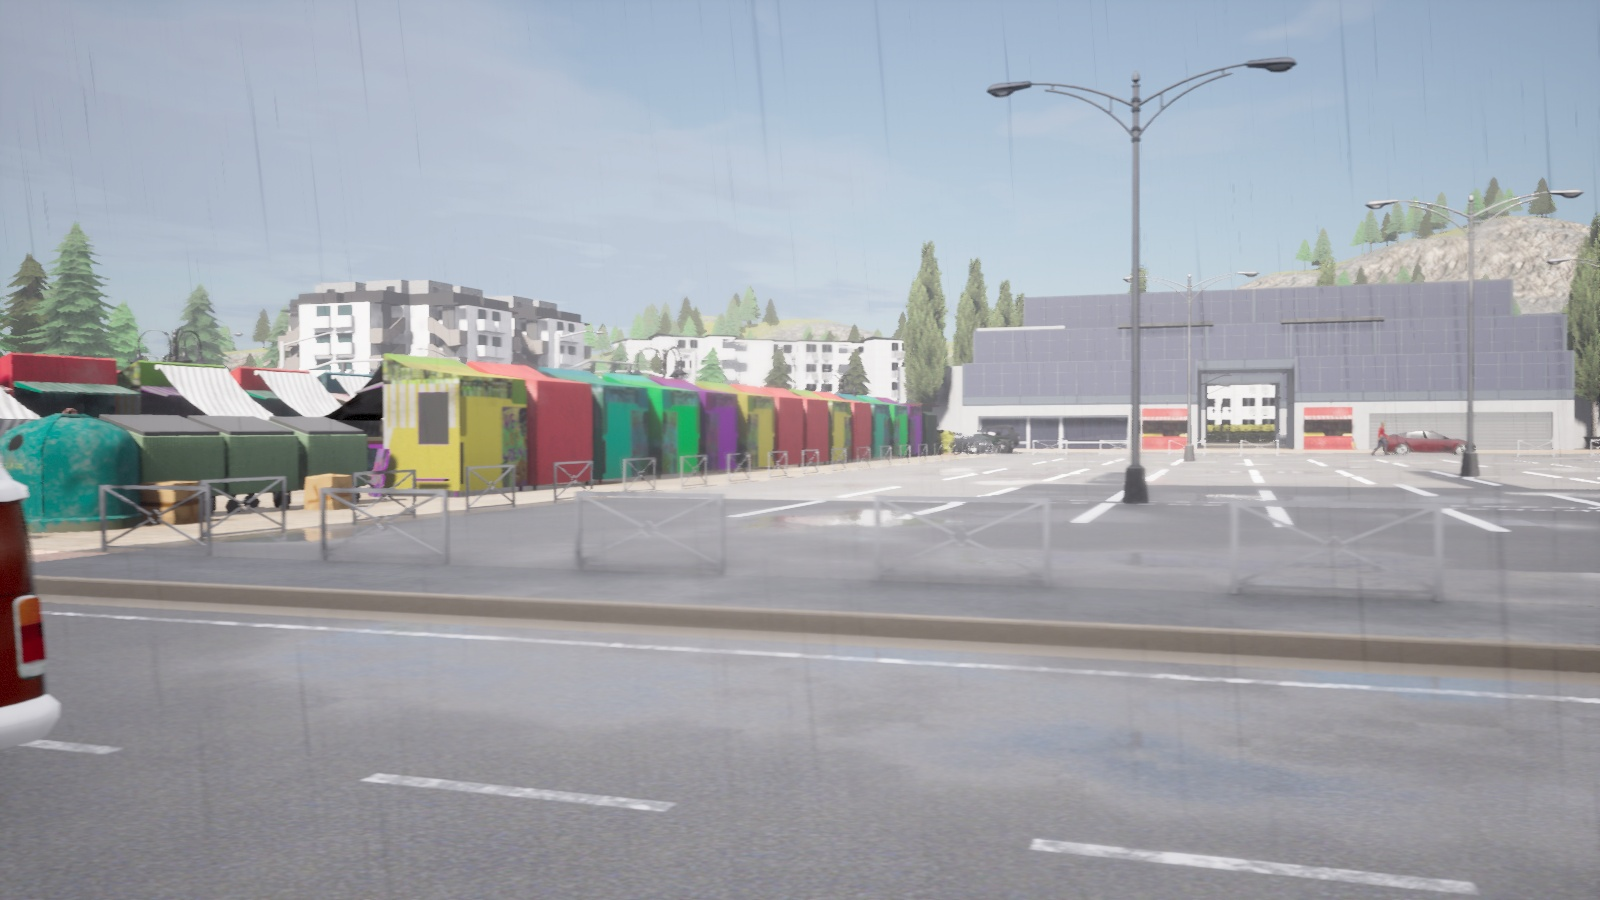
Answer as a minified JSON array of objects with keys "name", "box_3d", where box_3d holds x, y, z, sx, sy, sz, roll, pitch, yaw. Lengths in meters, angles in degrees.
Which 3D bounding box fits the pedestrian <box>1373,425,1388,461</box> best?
[{"name":"pedestrian","box_3d":[29.774,-0.379,64.425,0.636,1.846,0.331,1,1,35]}]

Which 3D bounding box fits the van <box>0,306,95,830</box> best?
[{"name":"van","box_3d":[-5.421,0.449,5.013,4.480,2.038,2.069,1,1,19]}]

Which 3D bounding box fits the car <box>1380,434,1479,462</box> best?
[{"name":"car","box_3d":[35.618,-0.124,71.153,4.792,1.488,2.163,1,1,20]}]

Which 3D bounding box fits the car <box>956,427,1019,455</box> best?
[{"name":"car","box_3d":[12.483,-0.613,83.517,3.866,1.878,1.905,1,1,20]}]

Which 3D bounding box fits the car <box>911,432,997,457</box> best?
[{"name":"car","box_3d":[9.470,-0.362,77.170,4.902,1.511,2.128,1,1,21]}]
